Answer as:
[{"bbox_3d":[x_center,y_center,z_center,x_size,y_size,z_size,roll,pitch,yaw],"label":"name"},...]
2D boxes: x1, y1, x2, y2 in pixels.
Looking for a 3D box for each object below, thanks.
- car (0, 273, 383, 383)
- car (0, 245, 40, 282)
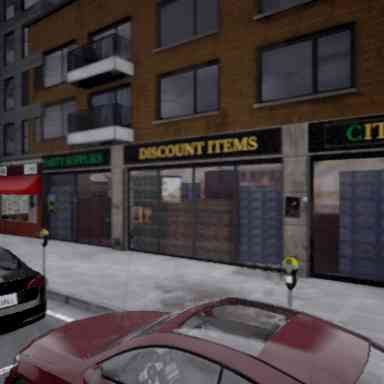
[{"bbox_3d":[0.177,1.584,2.685,4.206,1.307,1.802,0,0,35],"label":"car"},{"bbox_3d":[-4.310,1.576,5.884,4.313,1.339,1.947,0,0,35],"label":"car"}]
